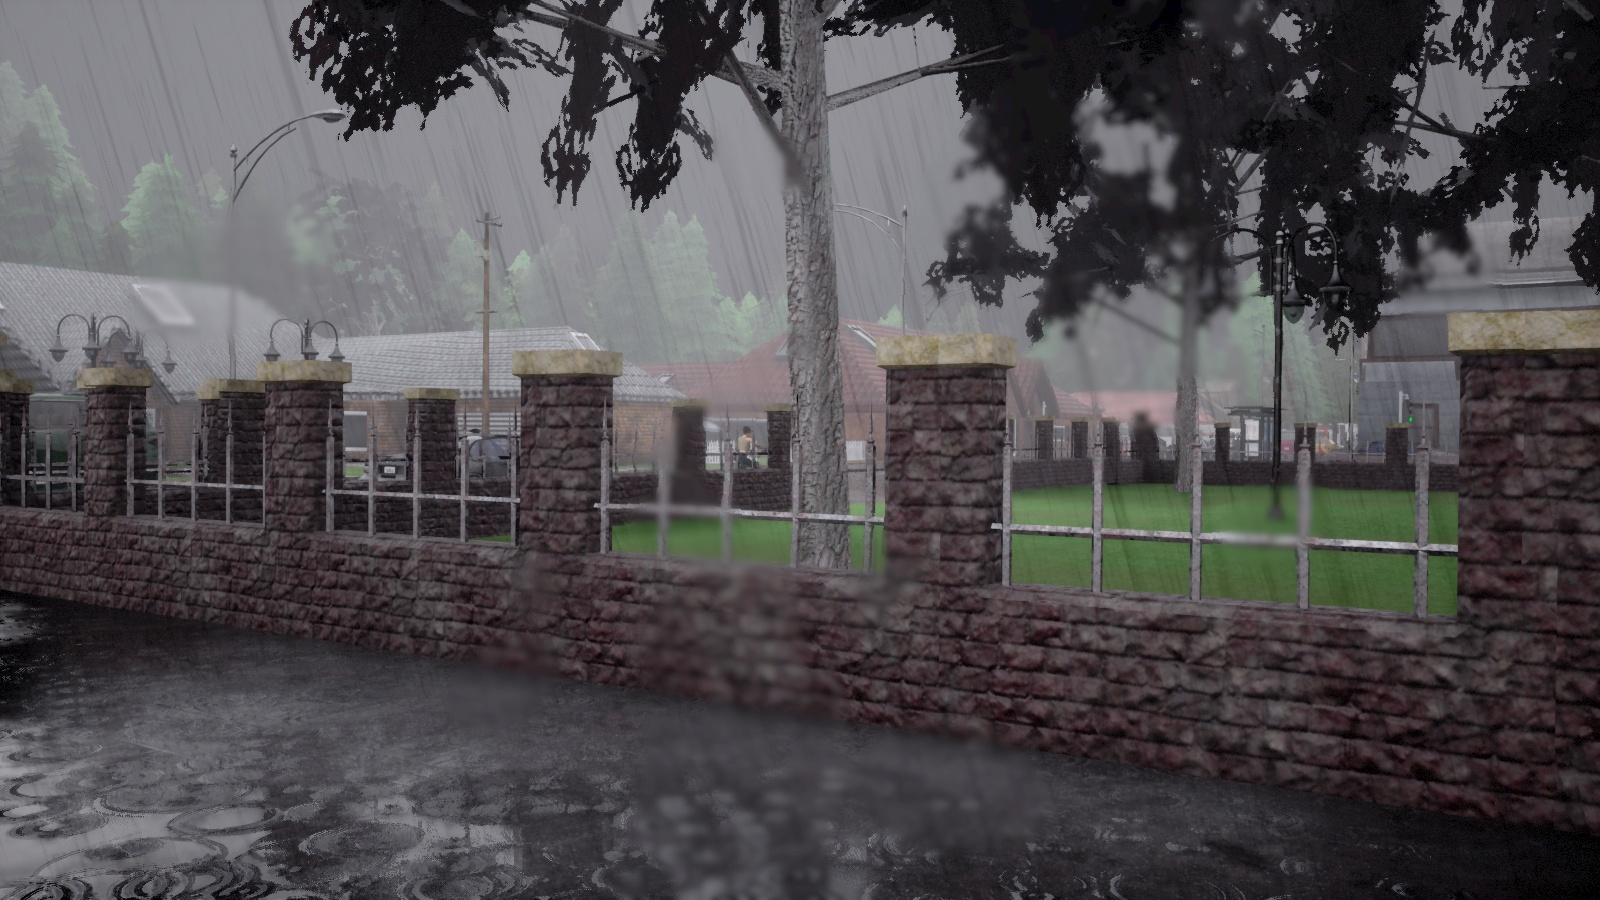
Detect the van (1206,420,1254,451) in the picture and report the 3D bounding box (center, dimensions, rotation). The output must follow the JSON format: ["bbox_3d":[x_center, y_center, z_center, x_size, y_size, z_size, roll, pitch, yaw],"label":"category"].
[{"bbox_3d":[29.658,-0.996,86.589,2.069,2.038,4.480,0,1,33],"label":"van"}]

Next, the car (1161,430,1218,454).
[{"bbox_3d":[24.409,-0.515,78.576,2.033,1.411,5.357,0,1,33],"label":"car"}]

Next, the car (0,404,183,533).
[{"bbox_3d":[-13.476,0.290,20.709,2.150,2.045,5.566,0,1,34],"label":"car"}]

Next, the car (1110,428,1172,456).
[{"bbox_3d":[19.229,-0.460,70.638,2.007,1.525,4.514,0,1,34],"label":"car"}]

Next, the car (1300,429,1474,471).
[{"bbox_3d":[20.852,-0.020,44.697,5.357,1.411,2.033,0,1,33],"label":"car"}]

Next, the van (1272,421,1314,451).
[{"bbox_3d":[33.424,-0.978,85.037,1.775,1.987,4.442,0,1,33],"label":"van"}]

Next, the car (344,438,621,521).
[{"bbox_3d":[-6.040,0.496,24.689,2.033,1.411,5.357,0,1,32],"label":"car"}]
